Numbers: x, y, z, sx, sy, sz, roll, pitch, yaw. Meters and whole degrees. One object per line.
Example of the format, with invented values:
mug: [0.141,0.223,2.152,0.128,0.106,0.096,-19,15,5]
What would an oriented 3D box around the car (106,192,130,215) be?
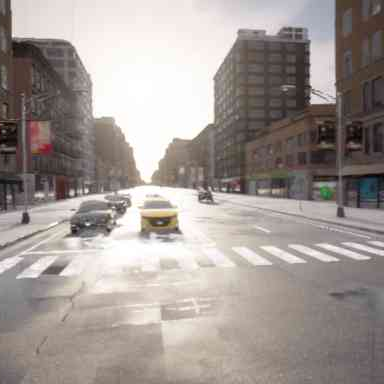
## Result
car: [-6.368,0.955,26.937,1.882,1.535,5.008,-1,1,-8]

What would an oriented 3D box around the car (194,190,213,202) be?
car: [1.447,0.507,42.756,1.837,1.490,4.892,-1,1,-8]

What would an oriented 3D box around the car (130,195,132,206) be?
car: [-7.691,0.761,36.962,2.128,1.511,4.902,-1,1,-8]

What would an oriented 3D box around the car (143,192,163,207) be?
car: [-4.426,0.766,37.084,2.033,1.411,5.357,-1,1,-8]

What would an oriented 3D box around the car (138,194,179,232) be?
car: [-1.827,1.097,17.756,1.882,1.535,5.008,-1,1,-8]

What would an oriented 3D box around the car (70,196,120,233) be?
car: [-5.077,1.177,17.543,1.837,1.490,4.892,-1,1,-8]
